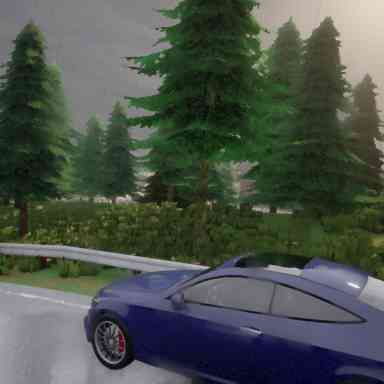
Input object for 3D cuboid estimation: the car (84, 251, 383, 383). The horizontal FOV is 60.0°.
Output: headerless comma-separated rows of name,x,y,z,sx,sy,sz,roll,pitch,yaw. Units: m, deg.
car,0.770,1.499,4.089,4.674,1.442,1.812,1,1,31
